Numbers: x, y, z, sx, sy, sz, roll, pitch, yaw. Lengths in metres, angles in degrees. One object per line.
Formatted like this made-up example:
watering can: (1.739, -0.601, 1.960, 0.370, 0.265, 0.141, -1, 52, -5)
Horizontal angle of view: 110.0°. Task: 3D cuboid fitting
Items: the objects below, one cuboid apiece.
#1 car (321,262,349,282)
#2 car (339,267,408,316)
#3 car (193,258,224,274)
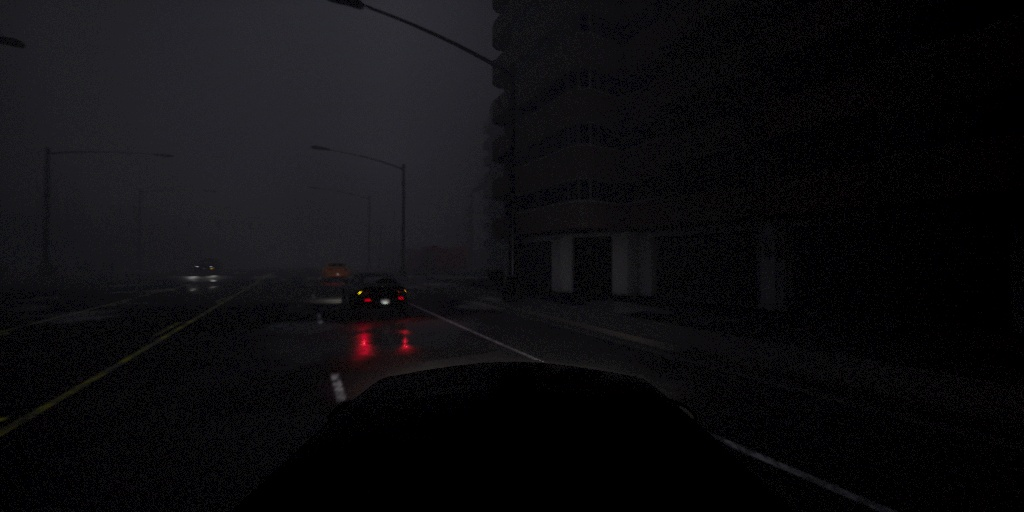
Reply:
car: (-14.537, 1.235, 29.509, 1.882, 1.535, 5.008, 1, 0, -30)
car: (-5.304, 1.312, 13.700, 1.812, 1.442, 4.674, 1, 0, -30)
car: (-31.152, 0.945, 36.944, 1.837, 1.490, 4.892, 1, 0, -30)
